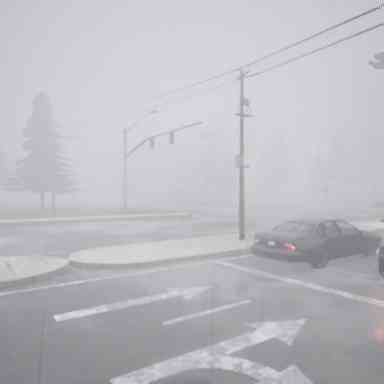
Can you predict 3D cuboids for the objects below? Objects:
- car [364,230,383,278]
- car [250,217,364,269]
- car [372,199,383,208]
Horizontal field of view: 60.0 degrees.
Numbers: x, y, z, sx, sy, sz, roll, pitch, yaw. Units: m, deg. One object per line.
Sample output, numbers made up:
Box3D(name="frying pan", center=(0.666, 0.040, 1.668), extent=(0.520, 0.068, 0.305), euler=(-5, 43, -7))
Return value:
Box3D(name="car", center=(6.654, 1.519, 8.599), extent=(4.892, 1.490, 1.837), euler=(0, 0, -36))
Box3D(name="car", center=(4.351, 1.561, 11.237), extent=(5.357, 1.411, 2.033), euler=(0, 0, -36))
Box3D(name="car", center=(28.094, 1.668, 48.251), extent=(4.718, 1.301, 1.895), euler=(0, 0, -35))
